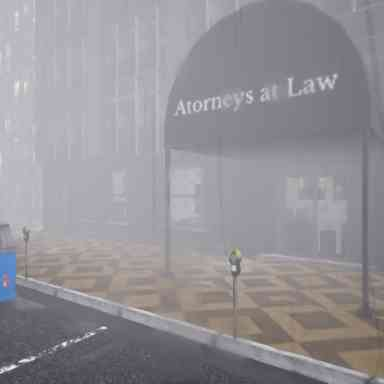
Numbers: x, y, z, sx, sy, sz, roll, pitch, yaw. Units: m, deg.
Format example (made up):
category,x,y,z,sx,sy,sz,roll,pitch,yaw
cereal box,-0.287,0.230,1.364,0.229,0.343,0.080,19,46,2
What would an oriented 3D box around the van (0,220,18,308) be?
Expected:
category,x,y,z,sx,sy,sz,roll,pitch,yaw
van,-5.103,1.341,6.534,3.998,1.788,1.690,0,0,36
